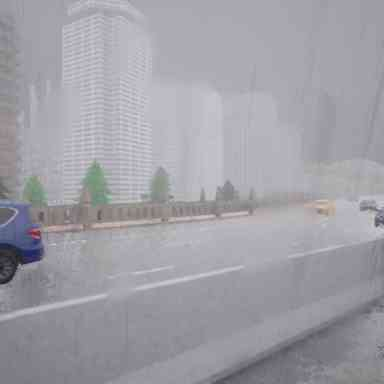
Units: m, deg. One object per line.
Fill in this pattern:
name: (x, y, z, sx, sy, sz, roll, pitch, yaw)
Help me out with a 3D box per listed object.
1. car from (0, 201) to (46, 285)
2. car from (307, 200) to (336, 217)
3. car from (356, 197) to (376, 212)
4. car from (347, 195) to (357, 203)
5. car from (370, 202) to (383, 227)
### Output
car: (-6.554, 1.264, 7.998, 5.566, 2.045, 2.150, 0, 0, -36)
car: (12.793, 1.523, 32.762, 1.882, 1.535, 5.008, 0, 0, 34)
car: (20.798, 1.584, 39.049, 2.033, 1.411, 5.357, 0, 0, 30)
car: (32.931, 1.400, 67.934, 1.837, 1.490, 4.892, 0, 0, 29)
car: (13.514, 1.542, 22.096, 1.812, 1.442, 4.674, 0, 0, 39)
